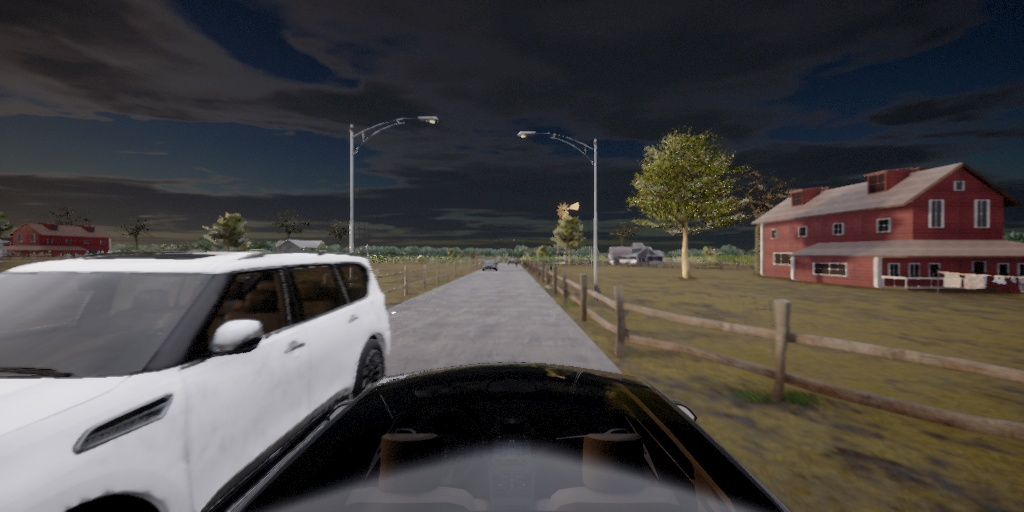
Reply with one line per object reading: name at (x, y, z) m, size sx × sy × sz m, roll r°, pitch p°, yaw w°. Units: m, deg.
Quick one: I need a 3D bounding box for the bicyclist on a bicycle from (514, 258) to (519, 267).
bicyclist on a bicycle at (0.753, 1.168, 54.750) m, size 0.582 × 1.620 × 1.656 m, roll 0°, pitch -1°, yaw 0°

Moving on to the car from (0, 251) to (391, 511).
car at (-2.851, 0.968, 3.107) m, size 2.150 × 2.045 × 5.566 m, roll 0°, pitch 0°, yaw 0°

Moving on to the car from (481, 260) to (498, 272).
car at (-2.825, 1.213, 46.120) m, size 1.837 × 1.490 × 4.892 m, roll 0°, pitch -1°, yaw 0°
